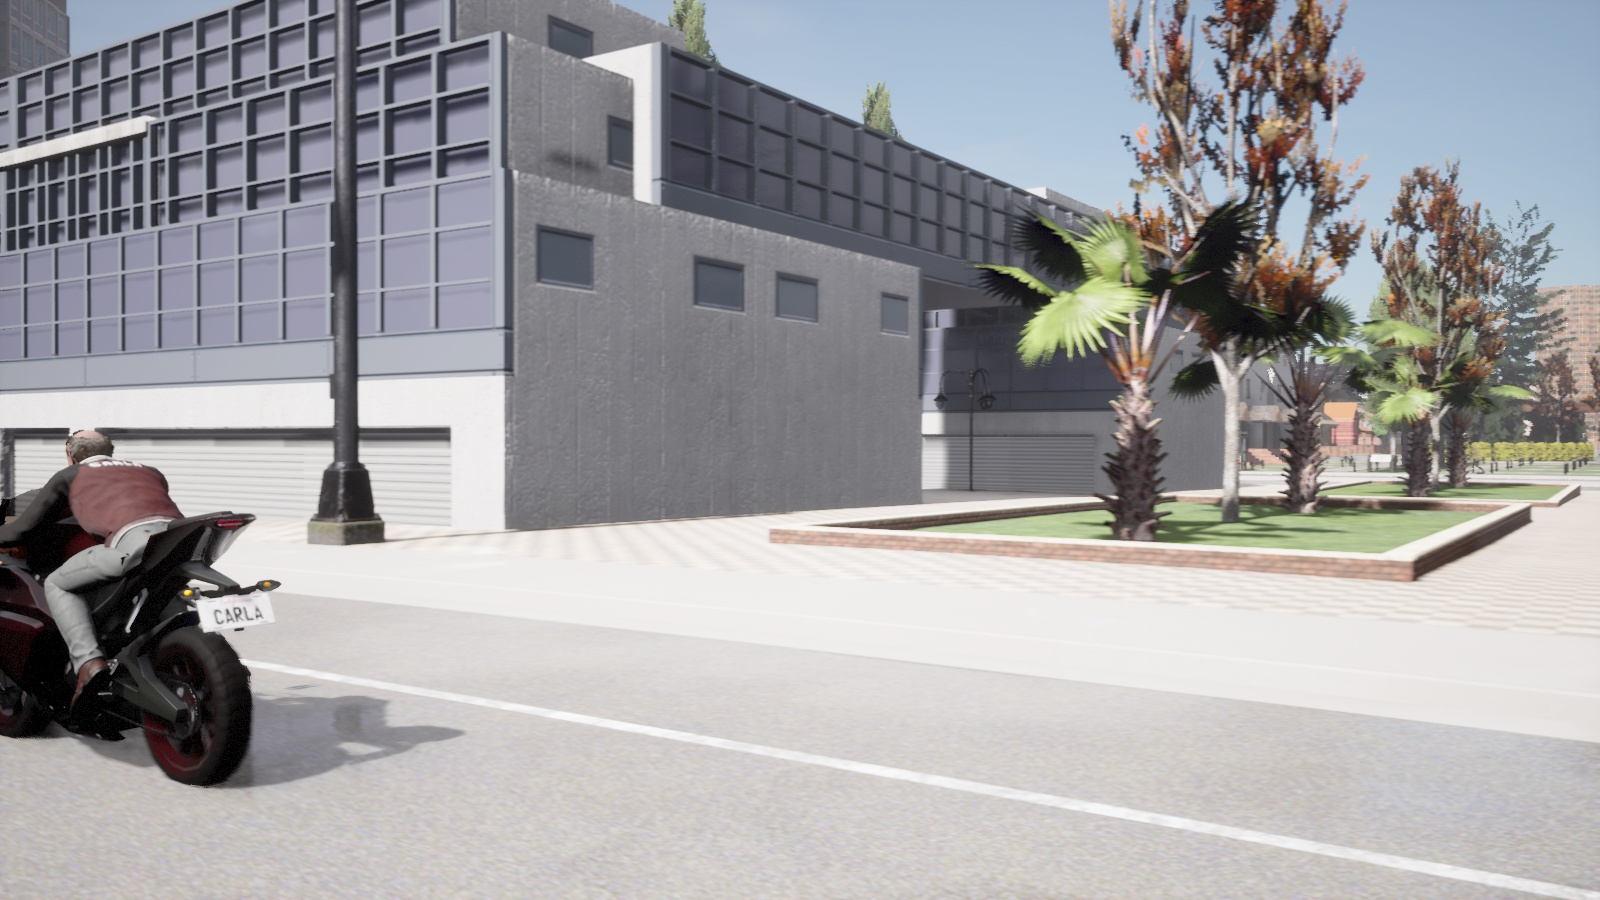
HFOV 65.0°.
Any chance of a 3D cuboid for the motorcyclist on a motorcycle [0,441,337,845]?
[{"bbox_3d":[-3.196,0.745,5.748,2.191,1.530,0.866,-1,1,34],"label":"motorcyclist on a motorcycle"}]
